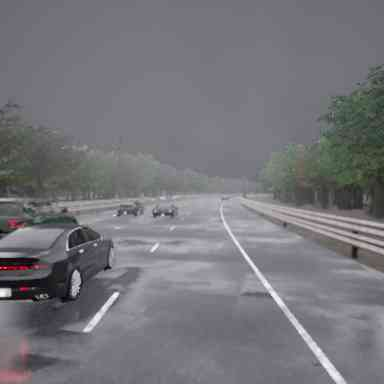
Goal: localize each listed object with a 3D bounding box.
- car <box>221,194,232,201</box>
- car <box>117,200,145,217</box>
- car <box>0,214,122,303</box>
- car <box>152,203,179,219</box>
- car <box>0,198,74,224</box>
[{"bbox_3d":[8.842,1.640,88.748,1.882,1.535,5.008,0,0,9],"label":"car"},{"bbox_3d":[-5.749,1.580,31.846,1.837,1.490,4.892,0,0,4],"label":"car"},{"bbox_3d":[-3.282,1.527,8.270,1.837,1.490,4.892,0,0,1],"label":"car"},{"bbox_3d":[-2.336,1.676,30.511,1.895,1.301,4.718,0,0,4],"label":"car"},{"bbox_3d":[-6.651,1.255,13.758,2.150,2.045,5.566,0,0,2],"label":"car"}]
